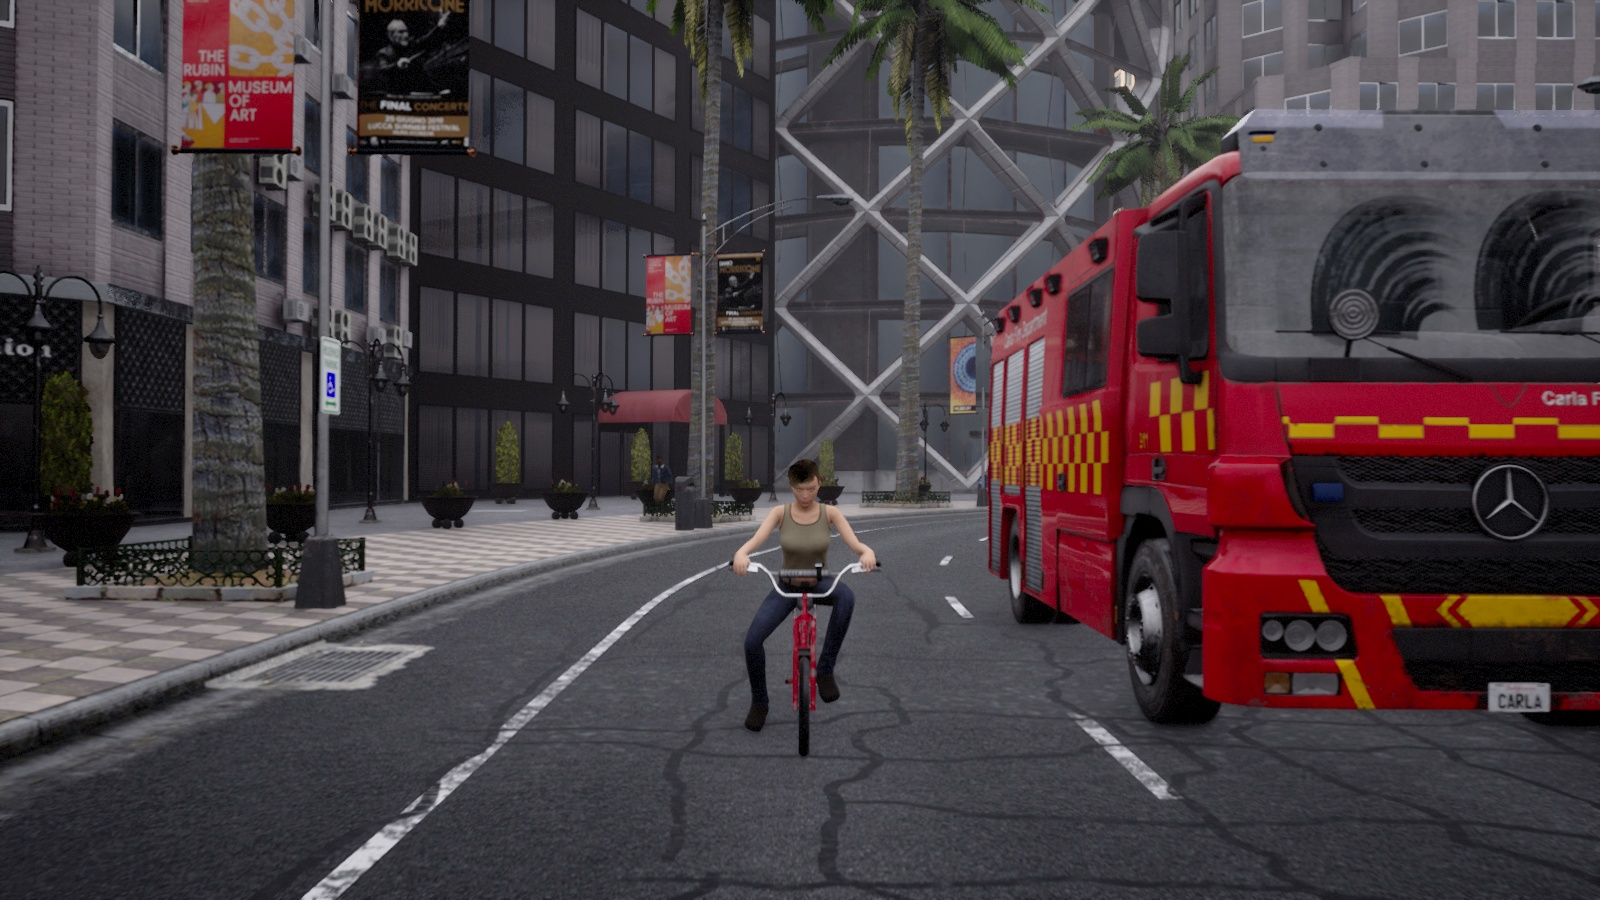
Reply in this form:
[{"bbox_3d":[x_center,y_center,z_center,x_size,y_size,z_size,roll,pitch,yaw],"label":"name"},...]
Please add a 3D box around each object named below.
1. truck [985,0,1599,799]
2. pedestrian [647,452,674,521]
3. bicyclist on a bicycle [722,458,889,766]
[{"bbox_3d":[3.542,-0.214,10.153,2.891,3.827,8.468,0,-1,0],"label":"truck"},{"bbox_3d":[-3.979,1.025,35.821,0.423,1.949,0.788,-1,-1,25],"label":"pedestrian"},{"bbox_3d":[0.034,0.859,7.336,0.866,1.612,1.509,0,-1,0],"label":"bicyclist on a bicycle"}]
